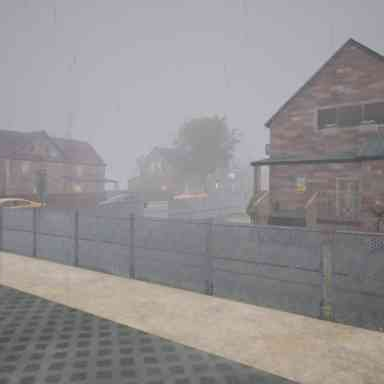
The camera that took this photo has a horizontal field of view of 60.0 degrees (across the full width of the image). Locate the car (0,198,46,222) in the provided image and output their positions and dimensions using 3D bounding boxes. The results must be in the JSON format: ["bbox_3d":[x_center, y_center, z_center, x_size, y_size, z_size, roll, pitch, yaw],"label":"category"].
[{"bbox_3d":[-11.709,1.160,20.838,1.882,1.535,5.008,1,2,35],"label":"car"}]

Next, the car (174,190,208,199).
[{"bbox_3d":[-0.029,0.560,37.303,2.097,1.767,4.553,1,2,36],"label":"car"}]

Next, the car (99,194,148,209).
[{"bbox_3d":[-5.959,0.953,28.957,1.837,1.490,4.892,1,2,35],"label":"car"}]

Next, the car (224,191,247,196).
[{"bbox_3d":[6.266,0.556,46.134,1.895,1.301,4.718,1,2,36],"label":"car"}]
